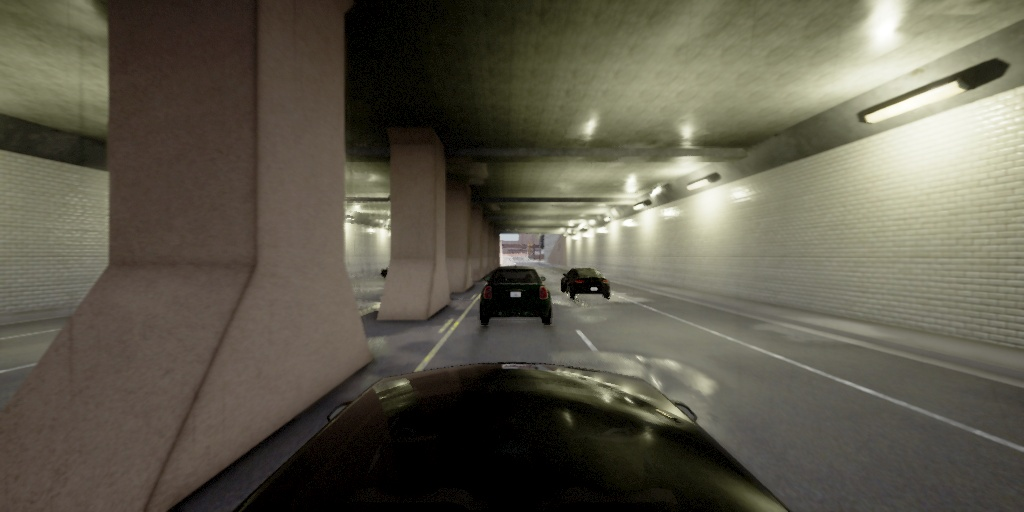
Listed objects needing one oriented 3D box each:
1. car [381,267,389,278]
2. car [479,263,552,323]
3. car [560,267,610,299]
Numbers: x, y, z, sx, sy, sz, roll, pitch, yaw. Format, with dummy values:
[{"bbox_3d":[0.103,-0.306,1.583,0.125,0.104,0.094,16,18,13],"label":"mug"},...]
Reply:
[{"bbox_3d":[-10.594,1.351,33.458,1.895,1.301,4.718,0,0,0],"label":"car"},{"bbox_3d":[0.103,1.102,12.191,2.097,1.767,4.553,0,0,0],"label":"car"},{"bbox_3d":[3.588,1.277,18.004,1.812,1.442,4.674,0,0,0],"label":"car"}]
